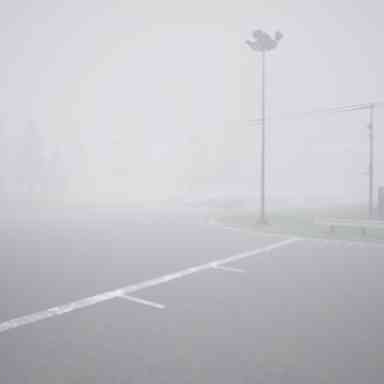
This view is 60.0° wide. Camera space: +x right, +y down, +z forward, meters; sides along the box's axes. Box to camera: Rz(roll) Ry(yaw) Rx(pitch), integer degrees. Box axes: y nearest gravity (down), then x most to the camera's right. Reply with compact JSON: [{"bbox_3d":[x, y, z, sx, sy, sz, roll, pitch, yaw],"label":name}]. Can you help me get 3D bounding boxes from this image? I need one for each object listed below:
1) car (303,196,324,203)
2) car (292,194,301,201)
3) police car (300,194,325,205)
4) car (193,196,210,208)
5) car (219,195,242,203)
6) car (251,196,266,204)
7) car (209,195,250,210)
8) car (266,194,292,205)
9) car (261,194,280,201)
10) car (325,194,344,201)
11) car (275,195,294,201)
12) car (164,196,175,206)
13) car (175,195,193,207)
[{"bbox_3d":[24.465,1.430,66.978,4.718,1.301,1.895,0,0,-41],"label":"car"},{"bbox_3d":[23.124,1.181,70.399,4.892,1.490,1.837,0,0,-41],"label":"car"},{"bbox_3d":[21.125,1.308,58.160,1.930,1.638,5.238,0,0,36],"label":"police car"},{"bbox_3d":[2.466,1.396,44.469,1.994,1.385,4.181,0,0,36],"label":"car"},{"bbox_3d":[7.322,1.332,63.005,2.033,1.411,5.357,1,0,37],"label":"car"},{"bbox_3d":[12.641,1.359,58.474,1.812,1.442,4.674,0,0,36],"label":"car"},{"bbox_3d":[4.762,1.405,41.677,2.033,1.411,5.357,0,0,36],"label":"car"},{"bbox_3d":[14.401,1.421,54.956,1.994,1.385,4.181,0,0,36],"label":"car"},{"bbox_3d":[17.843,1.260,75.122,4.674,1.442,1.812,0,0,-41],"label":"car"},{"bbox_3d":[27.719,1.047,65.129,5.357,1.411,2.033,0,0,-38],"label":"car"},{"bbox_3d":[20.265,1.292,72.583,4.181,1.385,1.994,0,0,-41],"label":"car"},{"bbox_3d":[-2.141,1.274,50.031,2.128,1.511,4.902,0,0,36],"label":"car"},{"bbox_3d":[0.167,1.334,47.256,1.812,1.442,4.674,0,0,36],"label":"car"}]
